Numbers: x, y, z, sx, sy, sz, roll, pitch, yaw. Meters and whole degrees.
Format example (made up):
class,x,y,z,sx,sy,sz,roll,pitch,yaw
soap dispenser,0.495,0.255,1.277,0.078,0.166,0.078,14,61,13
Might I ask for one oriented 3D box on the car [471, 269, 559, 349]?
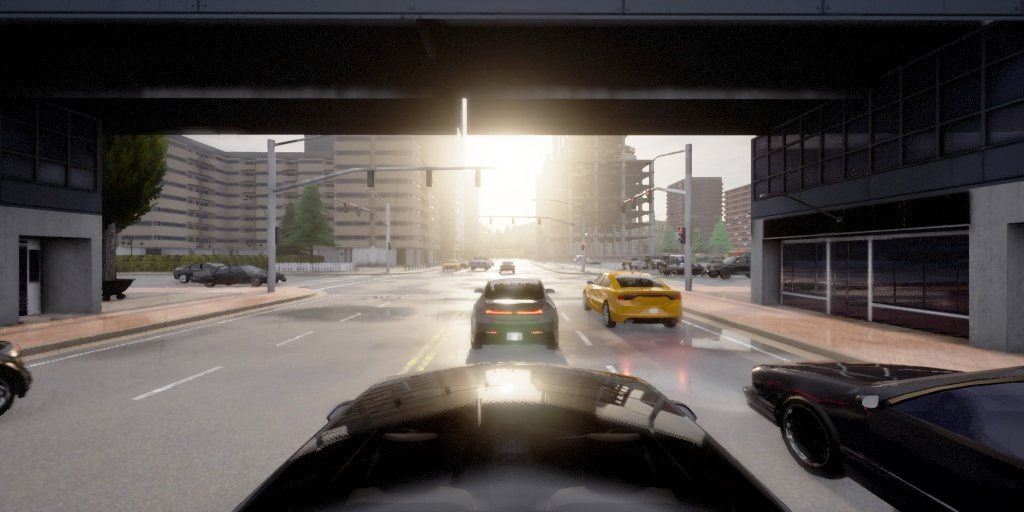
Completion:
class,x,y,z,sx,sy,sz,roll,pitch,yaw
car,0.066,1.255,9.124,1.837,1.490,4.892,0,0,0

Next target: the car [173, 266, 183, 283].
class,x,y,z,sx,sy,sz,roll,pitch,yaw
car,-22.934,1.255,27.419,4.892,1.490,1.837,0,0,0

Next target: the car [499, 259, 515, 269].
class,x,y,z,sx,sy,sz,roll,pitch,yaw
car,-0.619,1.297,43.426,2.033,1.411,5.357,0,0,-2

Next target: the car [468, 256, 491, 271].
class,x,y,z,sx,sy,sz,roll,pitch,yaw
car,-4.508,0.971,50.539,2.150,2.045,5.566,0,0,0

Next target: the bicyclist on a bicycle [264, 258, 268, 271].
class,x,y,z,sx,sy,sz,roll,pitch,yaw
bicyclist on a bicycle,-25.997,1.051,38.388,0.582,1.620,1.656,0,0,0

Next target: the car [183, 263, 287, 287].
class,x,y,z,sx,sy,sz,roll,pitch,yaw
car,-18.176,1.297,23.948,5.357,1.411,2.033,0,0,-1

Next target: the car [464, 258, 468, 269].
class,x,y,z,sx,sy,sz,roll,pitch,yaw
car,-8.044,1.228,57.229,1.882,1.535,5.008,0,0,0

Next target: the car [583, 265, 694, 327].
class,x,y,z,sx,sy,sz,roll,pitch,yaw
car,3.578,1.228,11.495,1.882,1.535,5.008,0,0,0

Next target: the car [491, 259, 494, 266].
class,x,y,z,sx,sy,sz,roll,pitch,yaw
car,-4.553,1.241,60.280,2.128,1.511,4.902,0,0,0

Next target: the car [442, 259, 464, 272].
class,x,y,z,sx,sy,sz,roll,pitch,yaw
car,-7.992,1.228,47.657,1.882,1.535,5.008,0,0,0

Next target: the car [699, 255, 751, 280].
class,x,y,z,sx,sy,sz,roll,pitch,yaw
car,19.903,0.971,31.357,5.566,2.045,2.150,0,0,1

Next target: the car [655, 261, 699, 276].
class,x,y,z,sx,sy,sz,roll,pitch,yaw
car,16.890,1.351,34.896,4.718,1.301,1.895,0,0,0

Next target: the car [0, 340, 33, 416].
class,x,y,z,sx,sy,sz,roll,pitch,yaw
car,-7.085,1.314,2.737,1.994,1.385,4.181,0,0,0

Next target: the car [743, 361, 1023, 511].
class,x,y,z,sx,sy,sz,roll,pitch,yaw
car,3.600,1.297,1.668,2.033,1.411,5.357,0,0,0
